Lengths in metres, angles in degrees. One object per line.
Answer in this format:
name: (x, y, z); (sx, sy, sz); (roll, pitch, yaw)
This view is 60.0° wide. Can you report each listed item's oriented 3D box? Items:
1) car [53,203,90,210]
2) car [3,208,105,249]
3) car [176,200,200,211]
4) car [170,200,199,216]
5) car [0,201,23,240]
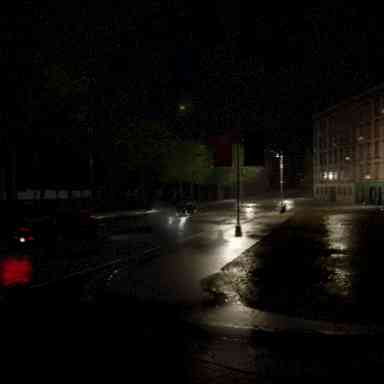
car: (-9.595, 1.688, 25.811); (2.097, 1.767, 4.553); (0, 0, 21)
car: (-6.185, 1.764, 16.122); (1.837, 1.490, 4.892); (0, -1, 21)
car: (-0.526, 1.972, 48.942); (1.837, 1.490, 4.892); (0, -1, 22)
car: (-0.938, 1.932, 39.045); (1.837, 1.490, 4.892); (0, 0, 22)
car: (-10.258, 1.456, 15.171); (2.150, 2.045, 5.566); (0, -1, 21)
